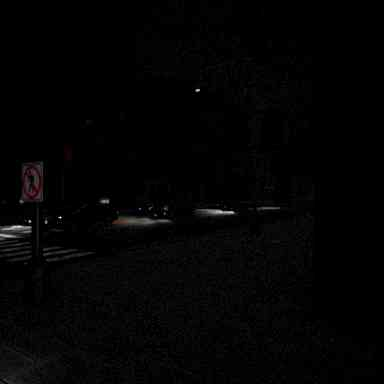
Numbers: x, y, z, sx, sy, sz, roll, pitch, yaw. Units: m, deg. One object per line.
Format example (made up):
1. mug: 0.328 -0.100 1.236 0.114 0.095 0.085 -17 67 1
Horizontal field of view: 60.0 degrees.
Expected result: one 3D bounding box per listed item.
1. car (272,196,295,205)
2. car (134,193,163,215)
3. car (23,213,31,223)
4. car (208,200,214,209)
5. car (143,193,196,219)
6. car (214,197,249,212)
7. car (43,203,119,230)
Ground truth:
1. car: 13.678 1.195 49.723 1.895 1.301 4.718 0 0 35
2. car: -3.054 1.124 31.867 2.150 2.045 5.566 0 0 35
3. car: -8.939 1.494 23.572 2.033 1.411 5.357 0 0 34
4. car: 3.941 1.357 41.734 1.837 1.490 4.892 0 0 35
5. car: -1.610 1.259 28.277 2.097 1.767 4.553 0 0 35
6. car: 4.735 1.423 37.238 1.994 1.385 4.181 0 0 35
7. car: -6.858 1.436 20.862 2.128 1.511 4.902 0 0 35
